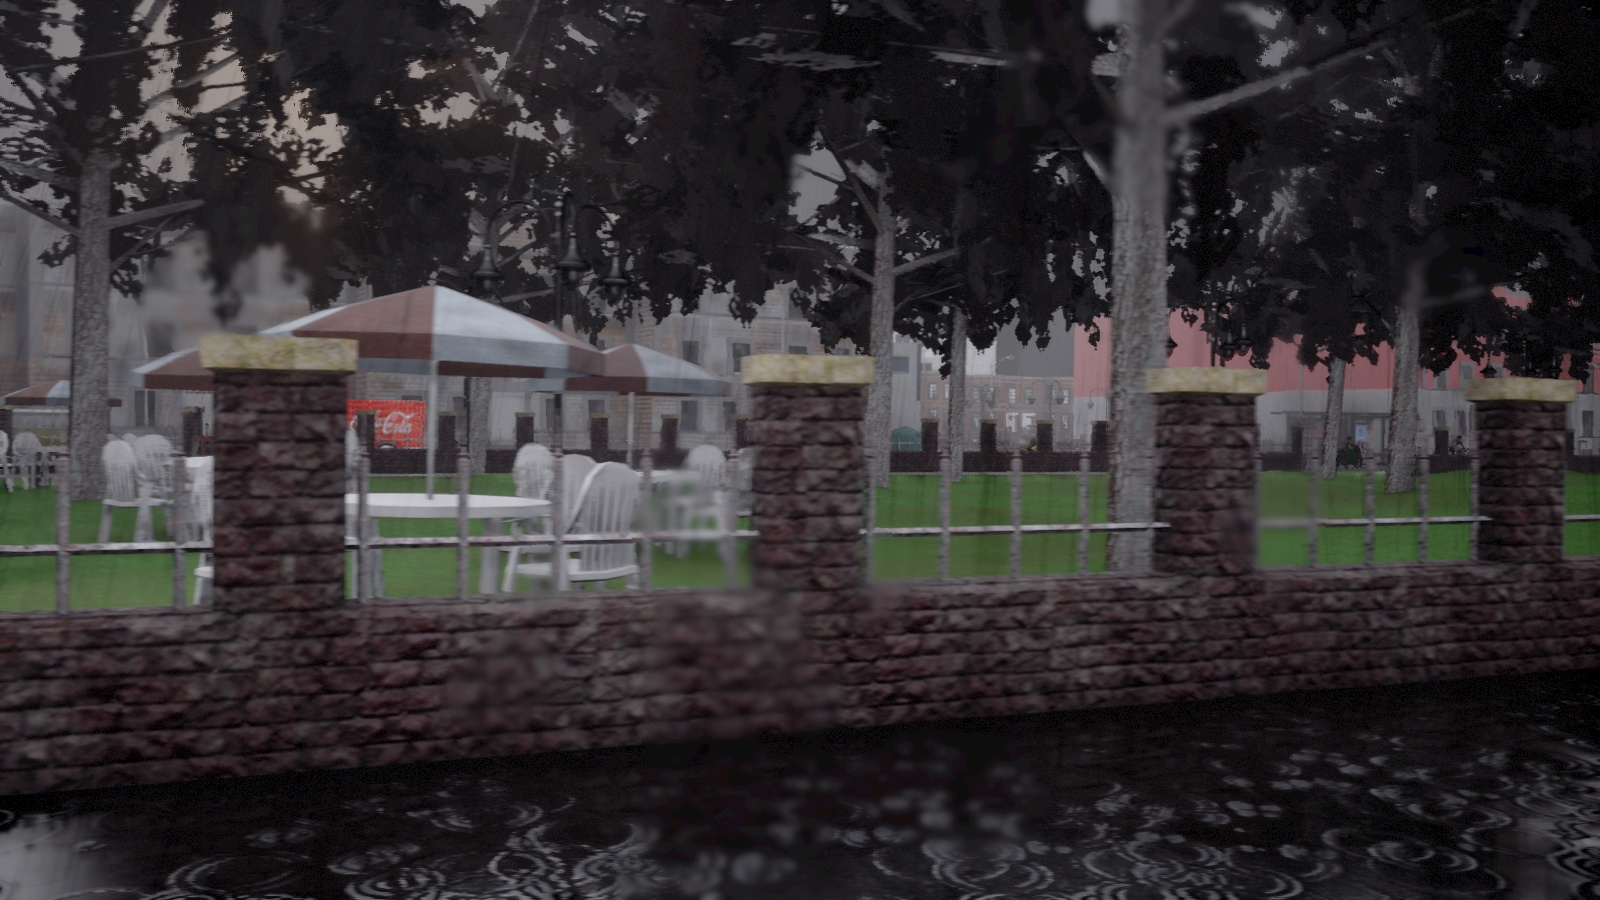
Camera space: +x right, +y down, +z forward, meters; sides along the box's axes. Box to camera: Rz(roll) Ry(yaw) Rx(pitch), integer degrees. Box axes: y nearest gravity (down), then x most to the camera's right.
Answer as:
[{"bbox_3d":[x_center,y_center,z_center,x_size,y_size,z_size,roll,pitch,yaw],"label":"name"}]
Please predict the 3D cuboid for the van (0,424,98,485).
[{"bbox_3d":[-26.265,0.148,42.184,4.442,1.987,1.775,-1,1,-21],"label":"van"}]

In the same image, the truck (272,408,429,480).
[{"bbox_3d":[-16.418,-0.259,45.938,5.204,2.467,2.627,-1,1,-21],"label":"truck"}]

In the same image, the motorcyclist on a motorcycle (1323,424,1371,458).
[{"bbox_3d":[25.027,-0.425,57.447,2.044,1.523,0.797,-1,1,-21],"label":"motorcyclist on a motorcycle"}]
